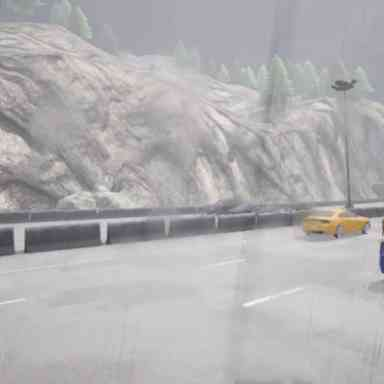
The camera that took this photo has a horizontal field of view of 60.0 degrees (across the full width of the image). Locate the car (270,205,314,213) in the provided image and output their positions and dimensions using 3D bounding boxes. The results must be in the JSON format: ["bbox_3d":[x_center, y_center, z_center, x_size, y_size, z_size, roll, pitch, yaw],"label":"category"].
[{"bbox_3d":[10.752,1.632,34.468,4.902,1.511,2.128,0,-1,-38],"label":"car"}]

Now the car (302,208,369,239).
[{"bbox_3d":[8.382,1.726,19.165,5.008,1.535,1.882,0,-1,-38],"label":"car"}]

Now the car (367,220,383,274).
[{"bbox_3d":[7.092,1.565,9.280,5.008,1.535,1.882,0,-1,-38],"label":"car"}]

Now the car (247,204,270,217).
[{"bbox_3d":[8.618,2.166,37.228,4.181,1.385,1.994,0,-1,-38],"label":"car"}]

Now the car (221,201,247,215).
[{"bbox_3d":[6.464,2.194,39.988,5.357,1.411,2.033,0,-1,-38],"label":"car"}]

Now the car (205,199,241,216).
[{"bbox_3d":[4.237,1.925,42.698,5.566,2.045,2.150,0,-1,-38],"label":"car"}]
